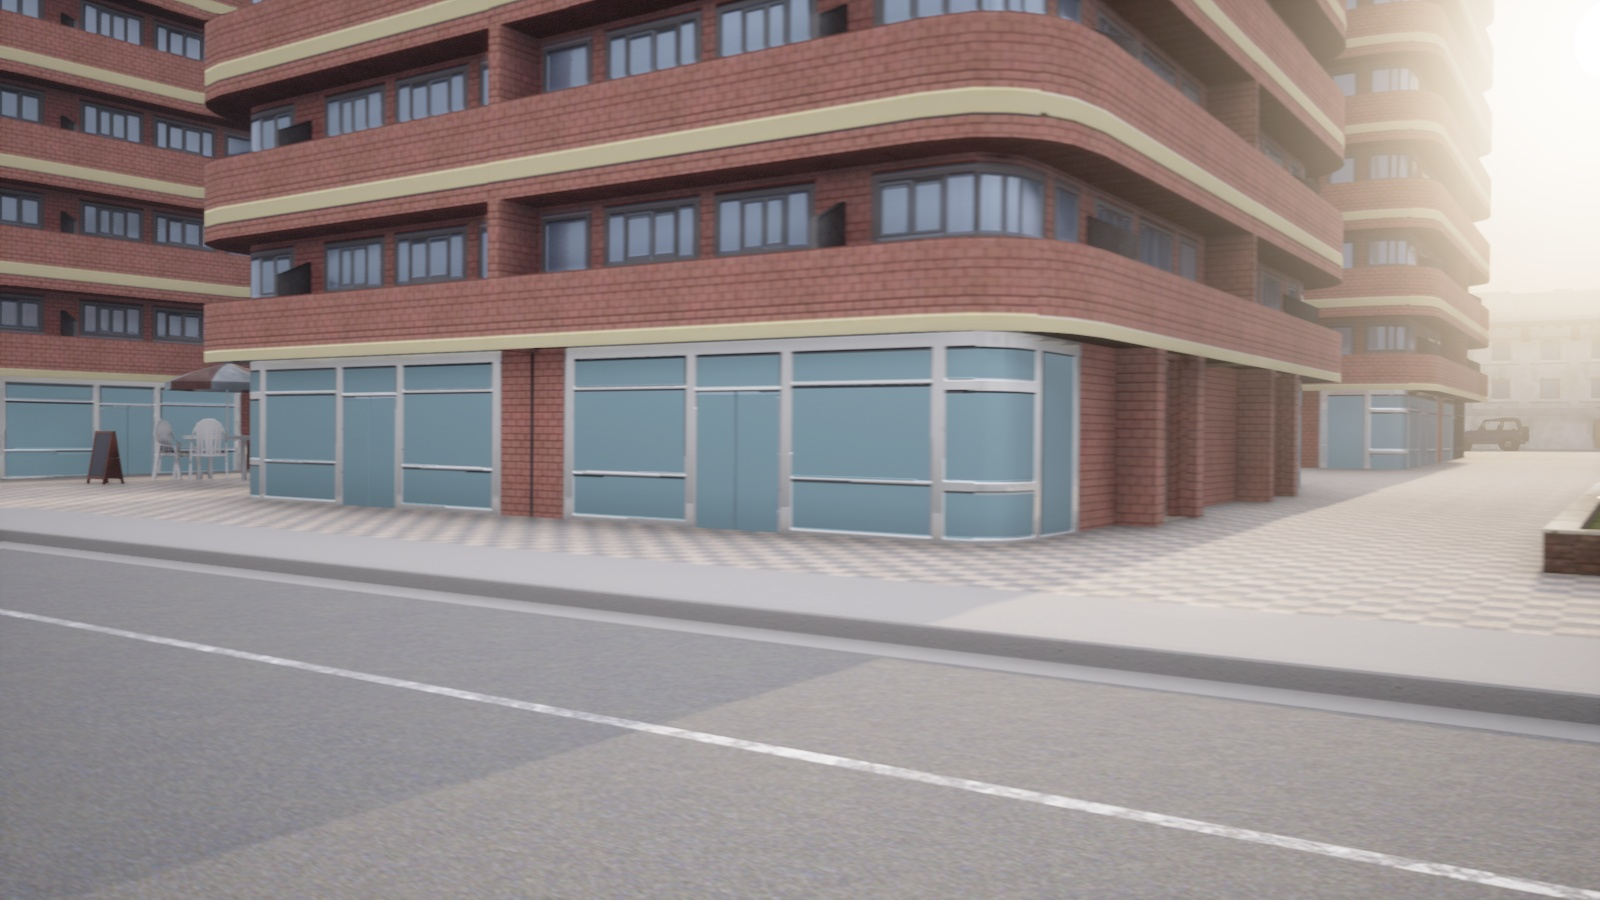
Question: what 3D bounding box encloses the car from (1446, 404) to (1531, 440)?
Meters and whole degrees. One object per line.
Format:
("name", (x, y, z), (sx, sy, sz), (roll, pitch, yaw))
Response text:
("car", (37.537, -1.505, 68.458), (3.866, 1.878, 1.905), (-1, 0, 34))
